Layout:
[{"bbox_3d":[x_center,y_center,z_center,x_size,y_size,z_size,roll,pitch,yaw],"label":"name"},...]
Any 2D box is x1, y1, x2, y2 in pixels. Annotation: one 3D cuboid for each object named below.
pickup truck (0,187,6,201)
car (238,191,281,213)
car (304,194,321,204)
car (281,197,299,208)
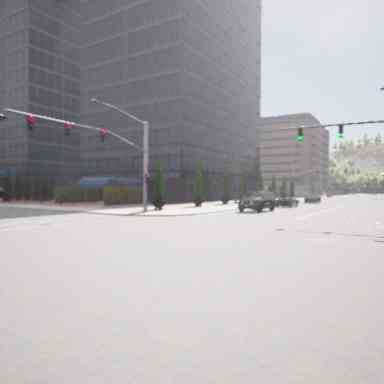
[{"bbox_3d":[-29.534,0.325,50.679,2.390,2.098,6.274,0,1,-28],"label":"pickup truck"},{"bbox_3d":[6.581,0.935,33.169,2.150,2.045,5.566,1,1,34],"label":"car"},{"bbox_3d":[19.777,1.077,54.481,1.882,1.535,5.008,1,1,32],"label":"car"},{"bbox_3d":[12.139,1.265,42.228,1.895,1.301,4.718,1,1,32],"label":"car"}]
